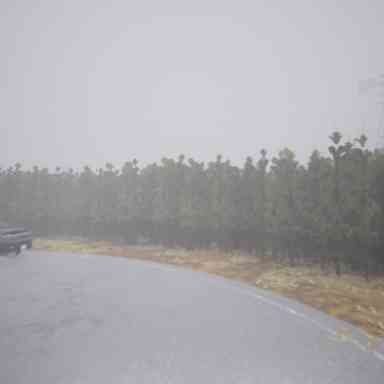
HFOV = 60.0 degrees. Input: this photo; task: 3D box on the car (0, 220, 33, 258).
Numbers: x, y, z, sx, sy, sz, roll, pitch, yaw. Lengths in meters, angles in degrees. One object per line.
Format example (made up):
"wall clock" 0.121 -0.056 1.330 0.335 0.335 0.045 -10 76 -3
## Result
"car" -8.057 1.642 11.514 4.902 1.511 2.128 0 -1 8
